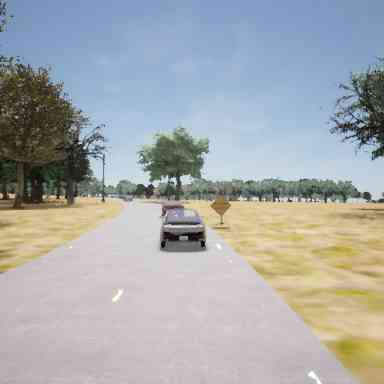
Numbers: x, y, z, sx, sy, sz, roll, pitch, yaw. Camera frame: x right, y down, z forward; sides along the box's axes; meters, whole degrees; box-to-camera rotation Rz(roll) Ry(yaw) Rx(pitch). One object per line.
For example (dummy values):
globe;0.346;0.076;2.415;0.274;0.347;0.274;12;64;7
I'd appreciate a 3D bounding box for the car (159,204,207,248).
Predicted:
car;-0.442;1.493;14.770;2.128;1.511;4.902;0;0;-3

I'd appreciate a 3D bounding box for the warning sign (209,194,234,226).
warning sign;1.780;1.117;20.393;1.300;1.860;1.060;-3;-3;-5

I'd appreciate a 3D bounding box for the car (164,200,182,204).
car;-1.767;1.462;29.815;1.882;1.535;5.008;0;0;-7

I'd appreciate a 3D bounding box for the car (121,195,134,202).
car;-14.228;1.440;74.470;1.812;1.442;4.674;1;0;-16
